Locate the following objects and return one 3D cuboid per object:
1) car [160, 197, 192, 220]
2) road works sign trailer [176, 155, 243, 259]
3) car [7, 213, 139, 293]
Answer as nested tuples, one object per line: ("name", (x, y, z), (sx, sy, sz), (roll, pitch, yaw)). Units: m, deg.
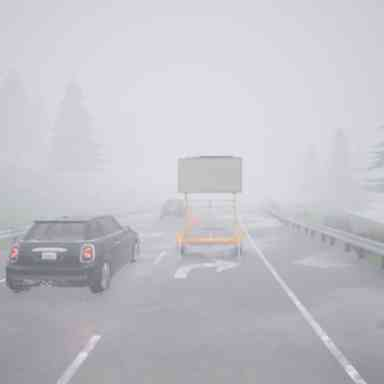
("car", (-1.212, 1.311, 27.550), (2.097, 1.767, 4.553), (0, 0, 6))
("road works sign trailer", (0.684, 0.438, 12.534), (2.380, 3.560, 2.880), (0, 0, 5))
("car", (-2.861, 1.353, 9.080), (2.097, 1.767, 4.553), (0, 0, 3))
